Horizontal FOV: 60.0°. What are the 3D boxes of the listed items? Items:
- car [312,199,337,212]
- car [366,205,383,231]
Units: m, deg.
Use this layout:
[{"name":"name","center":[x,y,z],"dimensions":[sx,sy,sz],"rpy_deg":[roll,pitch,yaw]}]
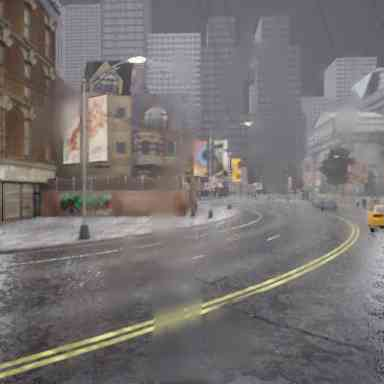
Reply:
[{"name":"car","center":[16.448,1.623,41.445],"dimensions":[2.128,1.511,4.902],"rpy_deg":[0,0,3]},{"name":"car","center":[11.886,1.528,20.413],"dimensions":[1.882,1.535,5.008],"rpy_deg":[0,0,25]}]
